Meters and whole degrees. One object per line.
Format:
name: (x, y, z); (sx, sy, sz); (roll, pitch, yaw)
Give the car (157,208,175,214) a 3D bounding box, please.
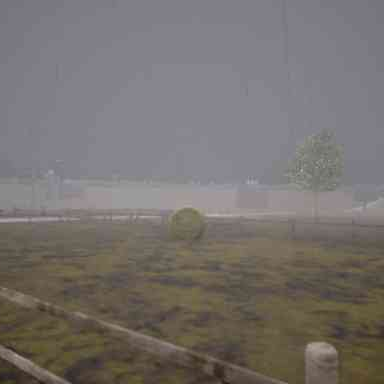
car: (-4.483, 3.782, 63.198); (1.895, 1.301, 4.718); (1, -2, 35)
